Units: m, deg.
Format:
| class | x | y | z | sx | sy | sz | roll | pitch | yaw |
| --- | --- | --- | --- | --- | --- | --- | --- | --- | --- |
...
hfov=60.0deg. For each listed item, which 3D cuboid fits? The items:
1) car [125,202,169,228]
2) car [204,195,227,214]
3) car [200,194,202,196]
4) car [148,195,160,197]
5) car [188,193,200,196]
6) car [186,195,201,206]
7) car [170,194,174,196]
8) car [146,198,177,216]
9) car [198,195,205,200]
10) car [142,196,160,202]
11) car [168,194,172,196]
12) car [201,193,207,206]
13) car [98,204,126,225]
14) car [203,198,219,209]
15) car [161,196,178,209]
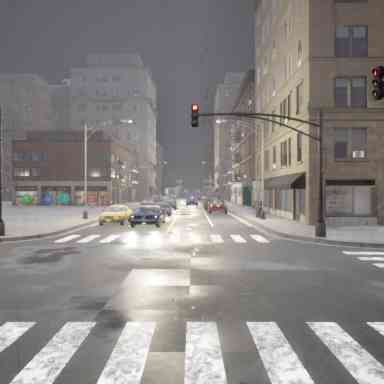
| class | x | y | z | sx | sy | sz | roll | pitch | yaw |
| --- | --- | --- | --- | --- | --- | --- | --- | --- | --- |
| car | -2.883 | 1.601 | 22.520 | 1.895 | 1.301 | 4.718 | 0 | 0 | 1 |
| car | 2.635 | 1.441 | 35.322 | 1.967 | 1.590 | 4.097 | 0 | 0 | 0 |
| car | 2.633 | 1.555 | 69.294 | 2.008 | 1.369 | 4.403 | 0 | 0 | 0 |
| car | -5.390 | 1.317 | 46.647 | 2.192 | 1.841 | 5.009 | 0 | 0 | 0 |
| car | -0.004 | 1.225 | 64.116 | 2.150 | 2.045 | 5.566 | 0 | 0 | 0 |
| car | -0.003 | 1.604 | 53.814 | 1.895 | 1.301 | 4.718 | 0 | 0 | 0 |
| car | -5.392 | 1.530 | 69.124 | 1.752 | 1.417 | 4.829 | 0 | 0 | 0 |
| car | -2.857 | 1.548 | 32.257 | 2.033 | 1.411 | 5.357 | 0 | 0 | 0 |
| car | 2.632 | 1.575 | 91.942 | 1.947 | 1.339 | 4.313 | 0 | 0 | 0 |
| car | -5.390 | 1.553 | 40.984 | 2.008 | 1.369 | 4.403 | 0 | 0 | 0 |
| car | -5.391 | 1.586 | 63.632 | 1.802 | 1.307 | 4.206 | 0 | 0 | 0 |
| car | 2.635 | 1.317 | 40.985 | 2.192 | 1.841 | 5.009 | 0 | 0 | 0 |
| car | -5.389 | 1.526 | 23.829 | 1.752 | 1.417 | 4.829 | 0 | 0 | 0 |
| car | 2.635 | 1.568 | 46.647 | 1.947 | 1.339 | 4.313 | 0 | 0 | 0 |
| car | -2.844 | 1.528 | 42.098 | 1.812 | 1.442 | 4.674 | 0 | 0 | 0 |
